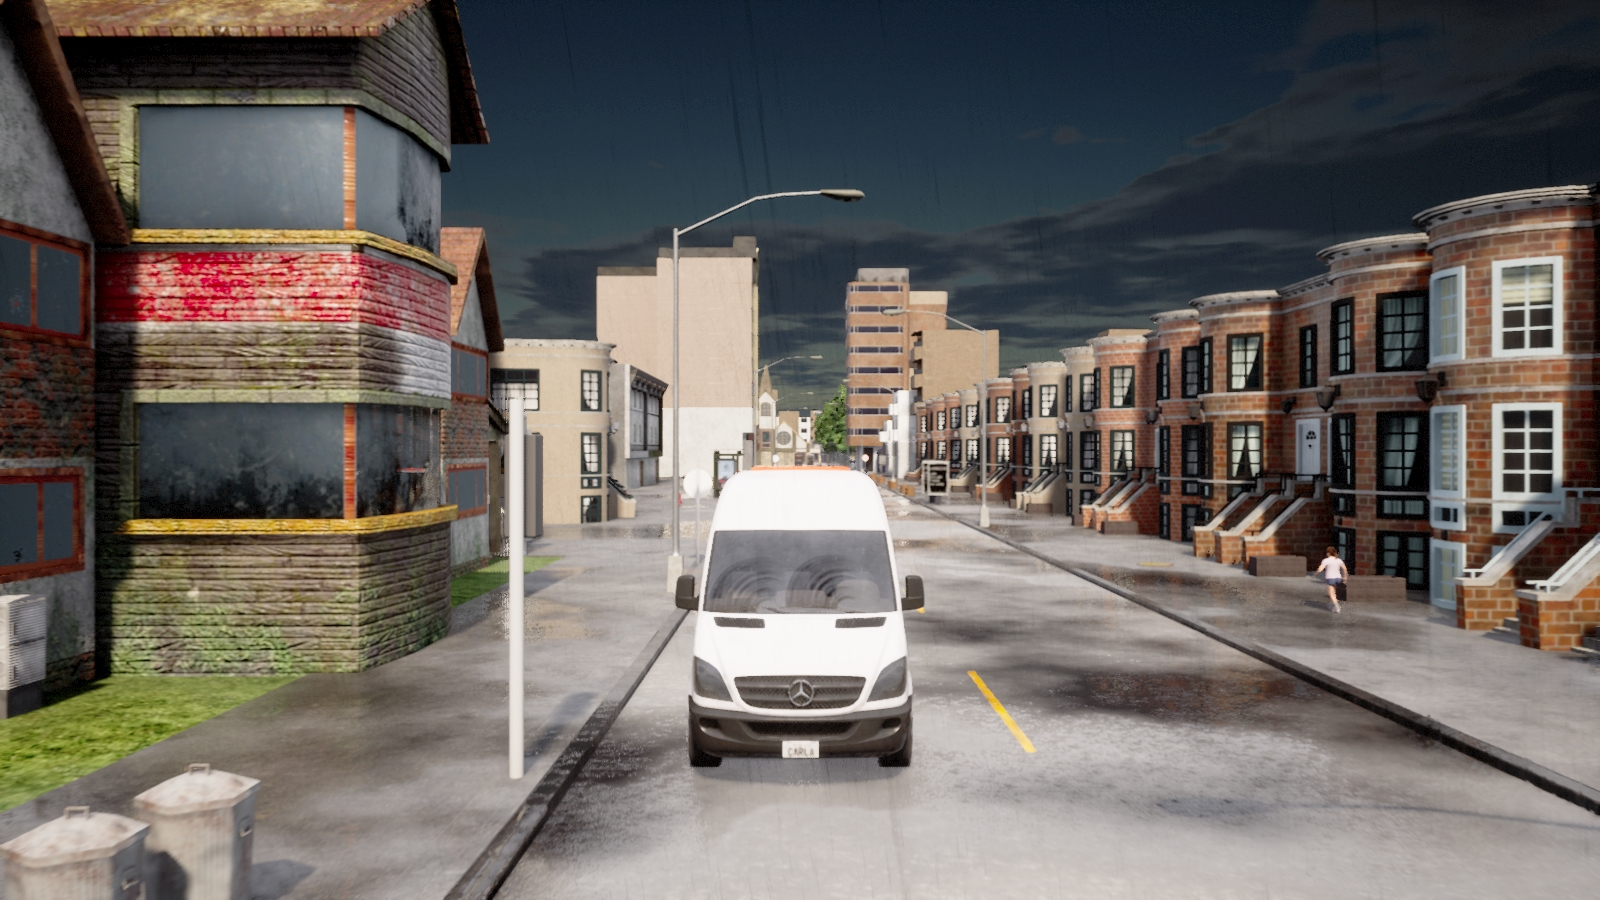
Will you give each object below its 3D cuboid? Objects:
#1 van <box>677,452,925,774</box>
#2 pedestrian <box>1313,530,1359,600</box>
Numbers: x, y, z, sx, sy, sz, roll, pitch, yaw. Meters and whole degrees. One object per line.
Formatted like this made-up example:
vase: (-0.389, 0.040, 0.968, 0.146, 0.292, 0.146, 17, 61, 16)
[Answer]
van: (0.008, 1.314, 12.139, 1.988, 2.561, 5.915, 0, 0, 0)
pedestrian: (8.932, 1.904, 19.036, 0.500, 1.100, 0.500, 0, 0, -8)
